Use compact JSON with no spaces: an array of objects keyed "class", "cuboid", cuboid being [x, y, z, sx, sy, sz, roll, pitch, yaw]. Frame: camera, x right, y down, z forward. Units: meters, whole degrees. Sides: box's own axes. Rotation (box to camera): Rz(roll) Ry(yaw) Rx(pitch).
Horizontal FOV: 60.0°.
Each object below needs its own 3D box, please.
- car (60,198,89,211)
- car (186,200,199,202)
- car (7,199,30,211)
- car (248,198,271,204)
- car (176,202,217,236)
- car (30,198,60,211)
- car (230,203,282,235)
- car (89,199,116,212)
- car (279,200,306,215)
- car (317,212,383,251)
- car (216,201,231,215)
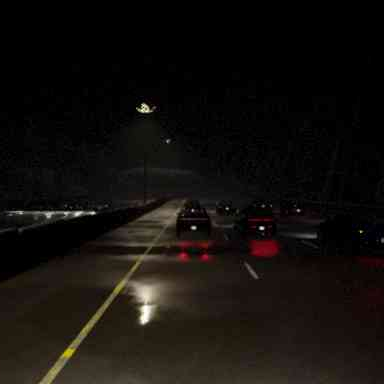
[{"class":"car","cuboid":[-14.107,1.563,41.165,1.837,1.490,4.892,0,0,0]},{"class":"car","cuboid":[0.087,1.593,35.483,1.837,1.490,4.892,0,0,0]},{"class":"car","cuboid":[-21.103,1.600,42.077,2.033,1.411,5.357,0,0,0]},{"class":"car","cuboid":[7.087,1.442,35.072,2.097,1.767,4.553,0,0,0]},{"class":"car","cuboid":[0.093,1.597,19.214,2.128,1.511,4.902,0,0,0]},{"class":"car","cuboid":[-17.606,1.563,41.164,1.837,1.490,4.892,0,0,0]},{"class":"car","cuboid":[3.593,1.612,19.519,1.837,1.490,4.892,0,0,0]},{"class":"car","cuboid":[-10.608,1.589,40.463,1.812,1.442,4.674,0,0,0]},{"class":"car","cuboid":[10.586,1.594,35.469,1.837,1.490,4.892,0,0,0]},{"class":"car","cuboid":[7.083,1.618,14.512,1.812,1.442,4.674,0,0,0]},{"class":"car","cuboid":[3.587,1.651,35.856,1.994,1.385,4.181,0,0,0]}]
